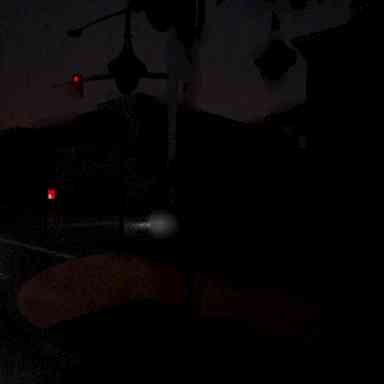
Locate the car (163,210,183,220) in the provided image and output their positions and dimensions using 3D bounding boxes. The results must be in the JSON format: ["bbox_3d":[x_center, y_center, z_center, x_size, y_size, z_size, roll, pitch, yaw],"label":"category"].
[{"bbox_3d":[-0.095,1.437,23.768,1.994,1.385,4.181,1,1,42],"label":"car"}]
